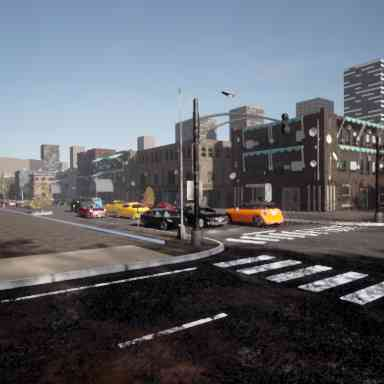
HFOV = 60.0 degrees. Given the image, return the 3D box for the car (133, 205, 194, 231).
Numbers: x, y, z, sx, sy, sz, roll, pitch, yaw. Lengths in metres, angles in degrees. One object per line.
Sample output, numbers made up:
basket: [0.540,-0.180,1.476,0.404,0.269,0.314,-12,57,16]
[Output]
car: [-2.031,1.815,22.974,1.947,1.339,4.313,-2,0,-37]

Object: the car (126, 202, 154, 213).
car: [-6.860,1.966,43.609,1.802,1.307,4.206,-2,0,-37]

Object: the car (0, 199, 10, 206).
car: [-46.745,2.597,82.891,1.887,1.381,4.507,-1,0,-37]

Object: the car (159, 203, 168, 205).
car: [-3.544,1.904,39.179,1.802,1.307,4.206,-2,0,-37]

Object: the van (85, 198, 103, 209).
van: [-16.820,1.906,56.901,1.690,1.788,3.998,-1,0,-37]

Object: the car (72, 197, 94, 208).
car: [-20.138,1.939,61.331,2.192,1.841,5.009,-1,0,-37]

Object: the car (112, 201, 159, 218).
car: [-5.542,1.808,32.200,1.882,1.535,5.008,-1,0,-37]

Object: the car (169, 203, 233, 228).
car: [0.509,1.719,24.157,1.837,1.490,4.892,-1,0,-34]

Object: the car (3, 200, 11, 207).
car: [-40.112,2.379,74.030,1.967,1.590,4.097,-1,0,-37]

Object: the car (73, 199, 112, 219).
car: [-10.254,1.846,34.154,1.967,1.590,4.097,-2,0,-37]

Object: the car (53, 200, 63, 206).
car: [-30.085,2.363,74.625,1.947,1.339,4.313,-1,0,-37]

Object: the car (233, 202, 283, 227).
car: [4.306,1.511,24.250,2.097,1.767,4.553,-1,0,-35]

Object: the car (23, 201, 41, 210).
car: [-26.738,2.232,56.172,1.752,1.417,4.829,-1,0,-37]

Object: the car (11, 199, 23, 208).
car: [-33.475,2.375,65.170,2.008,1.369,4.403,-1,0,-37]

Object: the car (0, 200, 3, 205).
car: [-43.428,2.547,78.461,2.008,1.369,4.403,-1,0,-37]

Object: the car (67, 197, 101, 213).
car: [-14.221,1.709,43.823,2.150,2.045,5.566,-1,1,-37]
